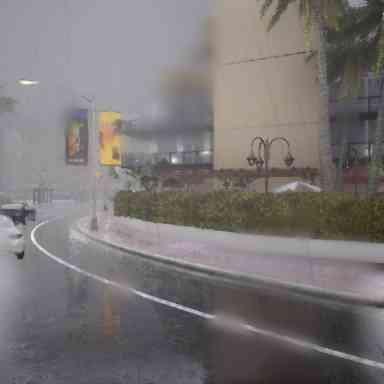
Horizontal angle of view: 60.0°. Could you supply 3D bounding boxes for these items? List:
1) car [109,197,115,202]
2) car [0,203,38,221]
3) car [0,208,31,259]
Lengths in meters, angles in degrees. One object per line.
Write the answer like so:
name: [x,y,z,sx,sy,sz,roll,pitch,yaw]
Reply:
car: [-16.284,1.589,73.330,1.895,1.301,4.718,0,0,23]
car: [-12.471,1.485,23.756,1.882,1.535,5.008,0,0,-14]
car: [-7.181,1.533,11.819,1.812,1.442,4.674,0,0,-34]
